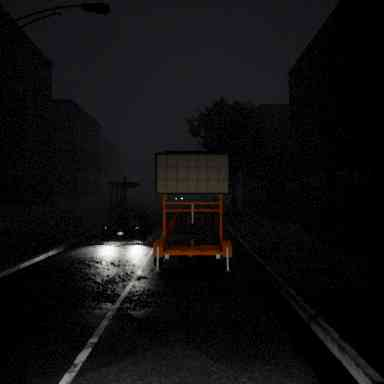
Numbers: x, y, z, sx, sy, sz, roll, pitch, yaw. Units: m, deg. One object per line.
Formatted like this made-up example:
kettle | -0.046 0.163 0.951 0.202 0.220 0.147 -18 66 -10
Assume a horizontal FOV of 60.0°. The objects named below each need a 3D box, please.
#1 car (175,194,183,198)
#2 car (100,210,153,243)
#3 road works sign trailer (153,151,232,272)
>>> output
car | -3.386 0.865 87.806 1.812 1.442 4.674 0 0 0
car | -3.026 1.568 16.083 1.994 1.385 4.181 0 0 0
road works sign trailer | 0.019 0.469 10.834 2.380 3.560 2.880 0 0 0
